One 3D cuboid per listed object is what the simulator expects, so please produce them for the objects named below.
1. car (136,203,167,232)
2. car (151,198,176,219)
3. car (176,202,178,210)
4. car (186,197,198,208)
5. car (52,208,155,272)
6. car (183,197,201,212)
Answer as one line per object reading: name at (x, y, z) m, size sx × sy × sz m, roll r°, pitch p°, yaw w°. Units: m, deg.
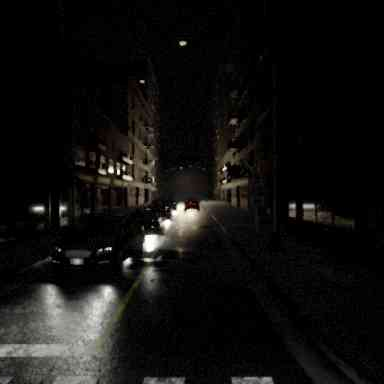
car at (-2.842, 1.589, 20.049) m, size 1.994 × 1.385 × 4.181 m, roll 0°, pitch 0°, yaw 0°
car at (-2.846, 1.388, 29.780) m, size 2.097 × 1.767 × 4.553 m, roll 0°, pitch 0°, yaw 0°
car at (-2.802, 1.550, 41.243) m, size 1.837 × 1.490 × 4.892 m, roll 0°, pitch 1°, yaw -1°
car at (-0.005, 1.564, 50.001) m, size 1.837 × 1.490 × 4.892 m, roll 0°, pitch 0°, yaw 0°
car at (-2.790, 1.506, 10.888) m, size 2.128 × 1.511 × 4.902 m, roll 0°, pitch 0°, yaw 3°
car at (-0.005, 1.549, 39.531) m, size 1.837 × 1.490 × 4.892 m, roll 0°, pitch 0°, yaw 0°
